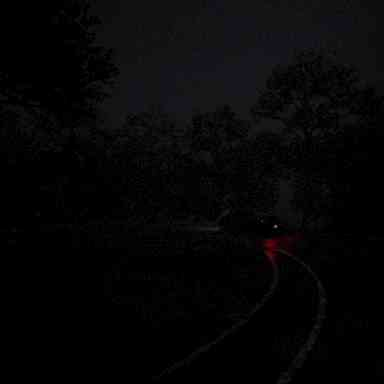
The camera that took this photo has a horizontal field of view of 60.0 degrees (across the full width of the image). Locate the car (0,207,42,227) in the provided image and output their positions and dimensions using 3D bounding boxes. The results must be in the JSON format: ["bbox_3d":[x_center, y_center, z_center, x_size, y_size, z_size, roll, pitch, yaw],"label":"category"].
[{"bbox_3d":[-15.030,2.048,27.305,5.008,1.535,1.882,0,-2,-17],"label":"car"}]

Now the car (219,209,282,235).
[{"bbox_3d":[3.584,1.808,20.953,1.812,1.442,4.674,0,-1,-31],"label":"car"}]
